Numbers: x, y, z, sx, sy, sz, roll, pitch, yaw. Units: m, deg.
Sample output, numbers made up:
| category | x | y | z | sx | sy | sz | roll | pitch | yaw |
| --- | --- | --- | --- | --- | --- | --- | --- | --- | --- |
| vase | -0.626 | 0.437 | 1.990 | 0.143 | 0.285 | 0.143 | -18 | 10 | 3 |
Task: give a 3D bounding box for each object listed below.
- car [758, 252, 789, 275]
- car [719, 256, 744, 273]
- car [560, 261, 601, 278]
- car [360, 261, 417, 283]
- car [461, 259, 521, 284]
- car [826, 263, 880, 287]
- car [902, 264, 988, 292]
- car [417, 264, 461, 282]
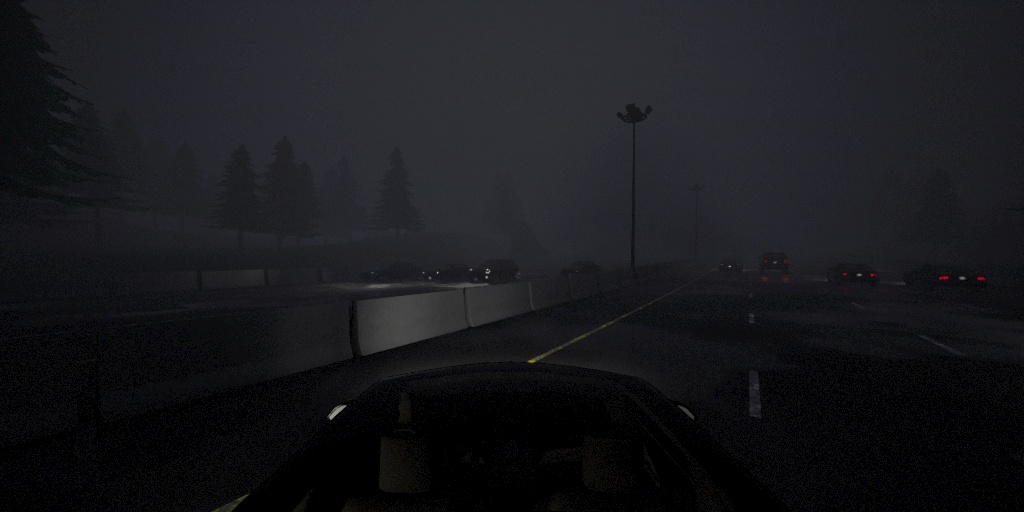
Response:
| category | x | y | z | sx | sy | sz | roll | pitch | yaw |
| --- | --- | --- | --- | --- | --- | --- | --- | --- | --- |
| car | 24.997 | 0.629 | 34.292 | 2.150 | 2.045 | 5.566 | 0 | 1 | 33 |
| car | 22.463 | 0.956 | 36.808 | 1.994 | 1.385 | 4.181 | 0 | 1 | 34 |
| car | 6.119 | 1.135 | 31.433 | 2.033 | 1.411 | 5.357 | 0 | 1 | 34 |
| car | -9.135 | 1.166 | 27.471 | 1.882 | 1.535 | 5.008 | 0 | 0 | 34 |
| car | -1.271 | 1.018 | 26.662 | 2.097 | 1.767 | 4.553 | 0 | 1 | 34 |
| car | 21.705 | 1.126 | 22.983 | 2.033 | 1.411 | 5.357 | 0 | 1 | 34 |
| car | 23.969 | 1.144 | 20.059 | 2.033 | 1.411 | 5.357 | 0 | 1 | 34 |
| car | -4.721 | 1.272 | 27.798 | 1.895 | 1.301 | 4.718 | 0 | 0 | 34 |
